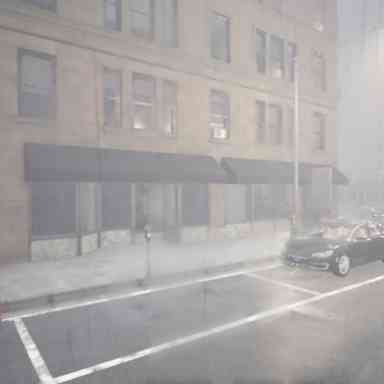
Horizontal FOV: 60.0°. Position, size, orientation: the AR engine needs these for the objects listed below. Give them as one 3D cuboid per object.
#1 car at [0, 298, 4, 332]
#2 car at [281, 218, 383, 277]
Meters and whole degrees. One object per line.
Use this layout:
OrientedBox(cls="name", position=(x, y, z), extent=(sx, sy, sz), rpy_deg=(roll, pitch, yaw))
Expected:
OrientedBox(cls="car", position=(-4.577, 1.554, 3.500), extent=(4.507, 1.381, 1.887), rpy_deg=(0, 0, -36))
OrientedBox(cls="car", position=(4.533, 1.508, 10.000), extent=(4.403, 1.369, 2.008), rpy_deg=(0, 0, -36))
